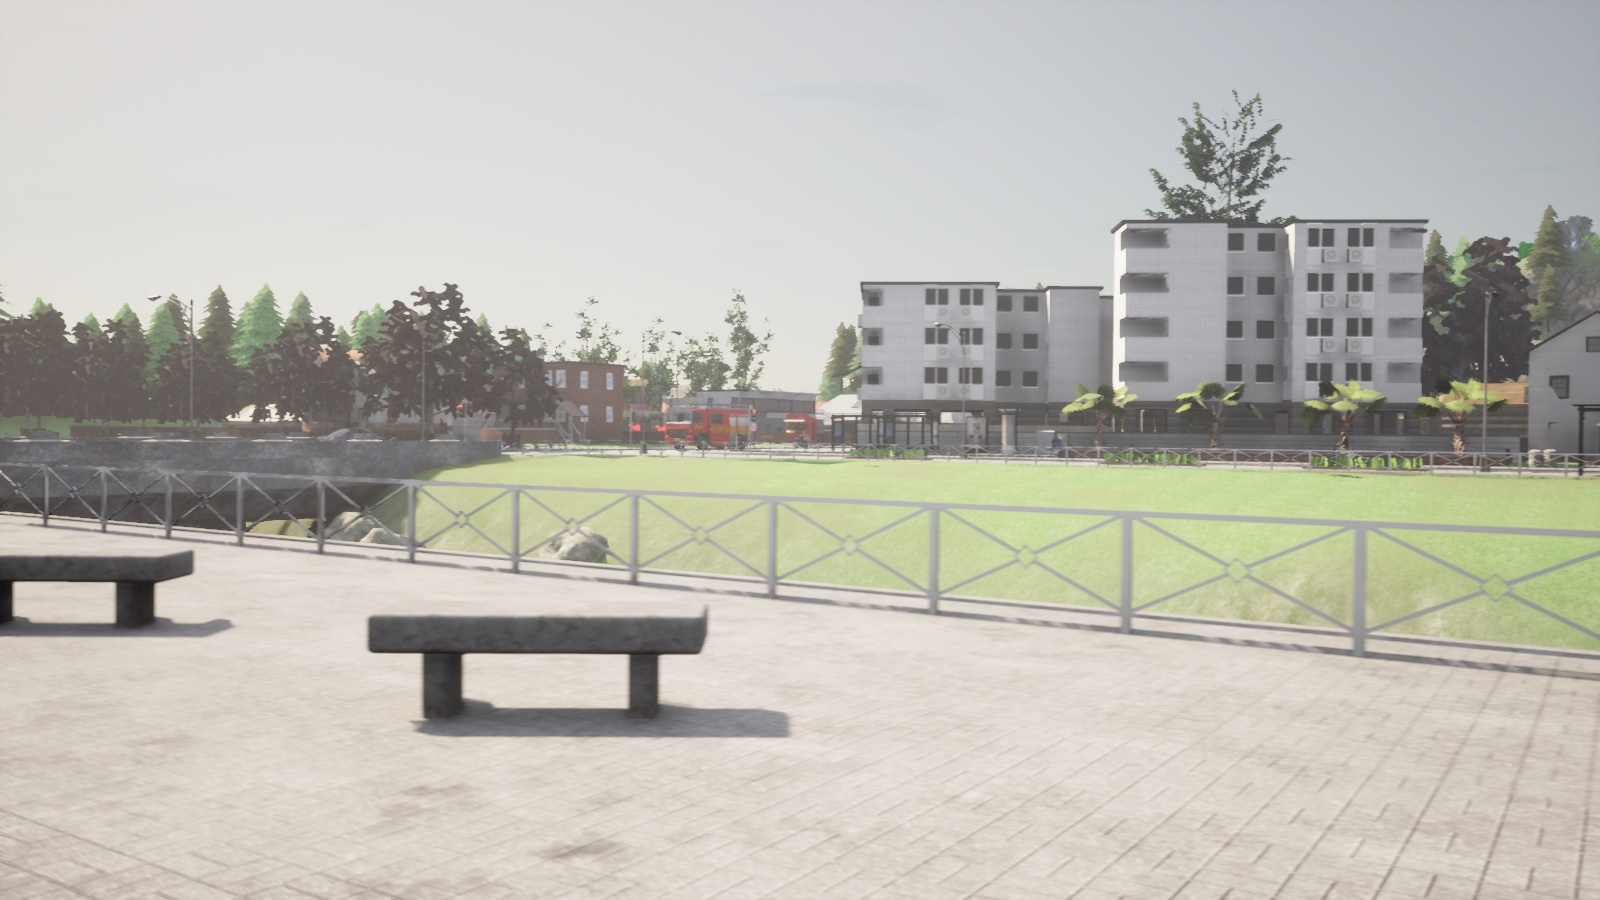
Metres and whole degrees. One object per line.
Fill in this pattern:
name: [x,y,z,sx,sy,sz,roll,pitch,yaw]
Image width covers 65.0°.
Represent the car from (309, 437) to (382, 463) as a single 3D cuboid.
car: [-26.734,-0.021,73.919,1.845,1.501,3.633,0,1,34]
